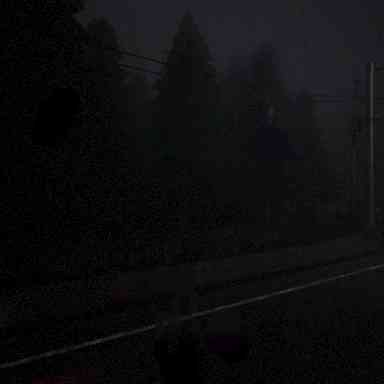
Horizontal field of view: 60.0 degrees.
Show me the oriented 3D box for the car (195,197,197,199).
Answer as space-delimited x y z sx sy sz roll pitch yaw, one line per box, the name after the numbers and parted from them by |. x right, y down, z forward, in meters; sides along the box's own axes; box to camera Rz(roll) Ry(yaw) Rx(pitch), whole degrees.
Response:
-0.165 1.601 65.211 4.718 1.301 1.895 0 0 27 | car

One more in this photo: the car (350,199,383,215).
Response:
17.931 1.502 33.549 1.837 1.490 4.892 0 1 -5 | car
